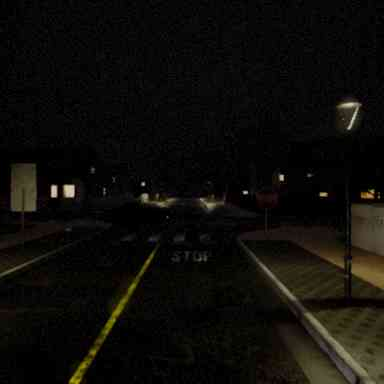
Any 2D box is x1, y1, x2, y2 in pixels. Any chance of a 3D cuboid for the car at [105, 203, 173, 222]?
[{"bbox_3d":[-3.799,1.457,24.128,4.718,1.301,1.895,0,0,20],"label":"car"}]
